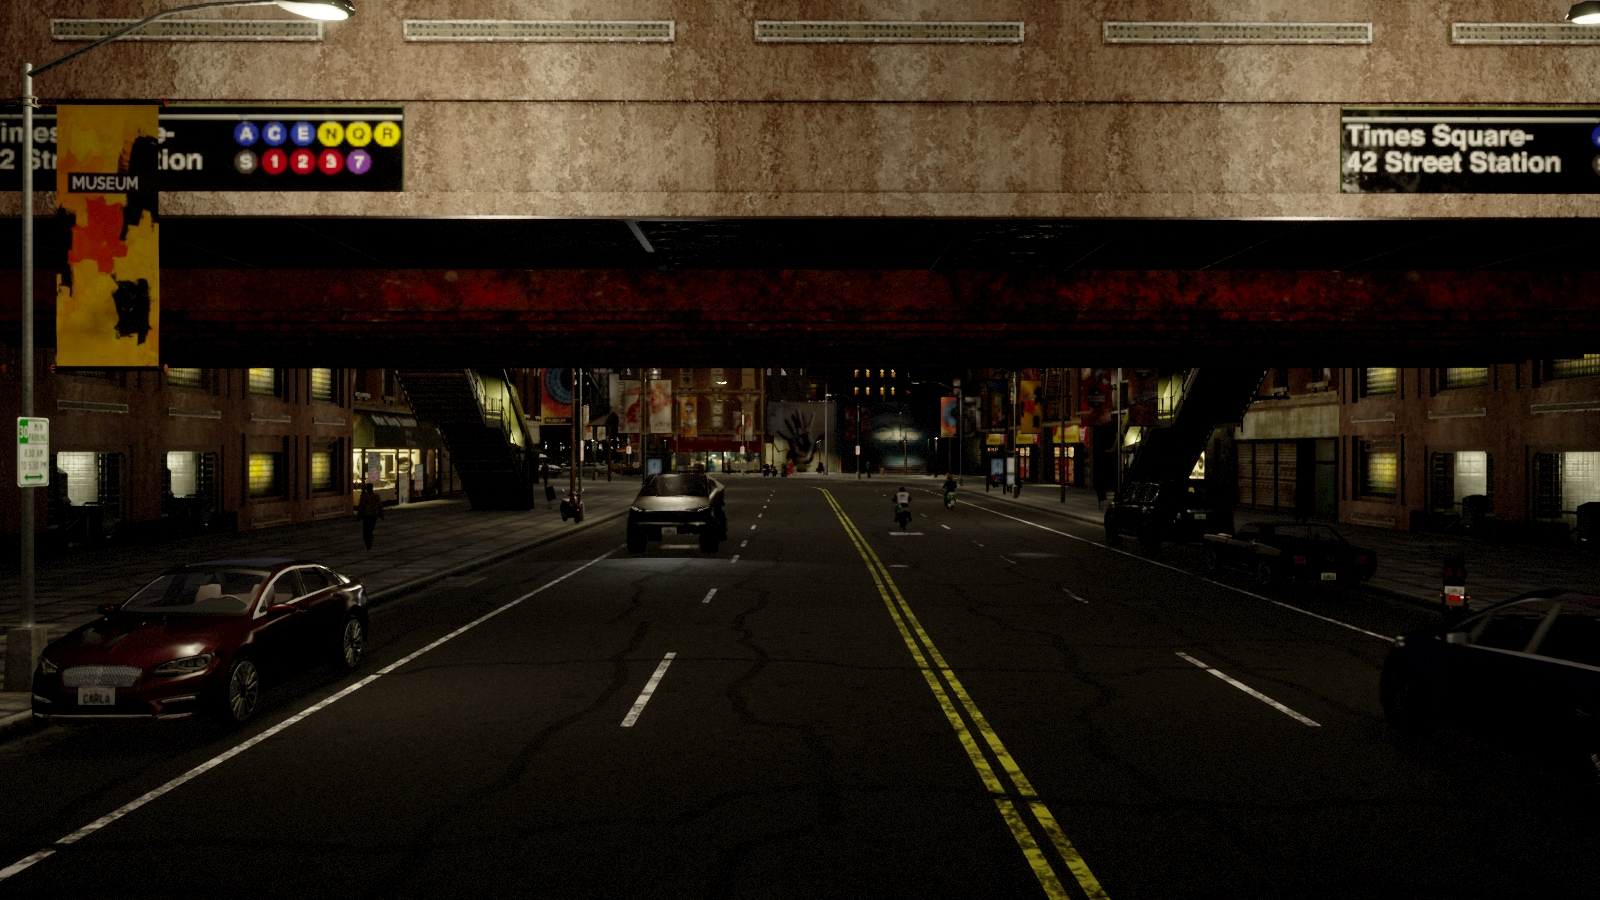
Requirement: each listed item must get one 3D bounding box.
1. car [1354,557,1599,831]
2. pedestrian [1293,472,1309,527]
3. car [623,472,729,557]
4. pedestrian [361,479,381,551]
[{"bbox_3d":[6.992,1.967,9.793,2.242,1.667,4.611,0,0,0],"label":"car"},{"bbox_3d":[17.256,1.699,39.357,0.375,1.860,0.375,0,0,5],"label":"pedestrian"},{"bbox_3d":[-3.424,1.753,32.969,2.390,2.098,6.274,0,0,0],"label":"car"},{"bbox_3d":[-11.238,1.696,29.923,0.375,1.860,0.375,0,0,-38],"label":"pedestrian"}]
